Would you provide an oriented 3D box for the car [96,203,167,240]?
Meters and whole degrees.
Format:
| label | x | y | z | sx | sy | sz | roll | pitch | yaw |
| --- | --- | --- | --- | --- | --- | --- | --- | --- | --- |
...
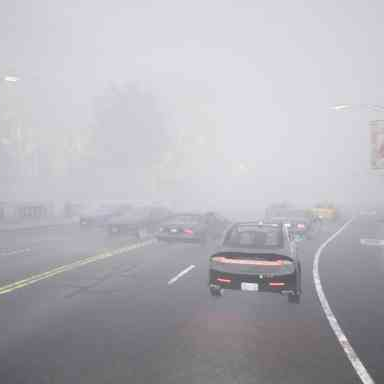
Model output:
| label | x | y | z | sx | sy | sz | roll | pitch | yaw |
| --- | --- | --- | --- | --- | --- | --- | --- | --- | --- |
| car | -2.414 | 1.477 | 17.446 | 1.882 | 1.535 | 5.008 | 0 | 0 | 27 |

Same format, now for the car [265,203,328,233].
| label | x | y | z | sx | sy | sz | roll | pitch | yaw |
| --- | --- | --- | --- | --- | --- | --- | --- | --- | --- |
| car | 5.531 | 1.547 | 17.286 | 2.033 | 1.411 | 5.357 | 0 | 0 | 29 |

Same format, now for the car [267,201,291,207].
| label | x | y | z | sx | sy | sz | roll | pitch | yaw |
| --- | --- | --- | --- | --- | --- | --- | --- | --- | --- |
| car | 7.591 | 1.491 | 27.910 | 2.128 | 1.511 | 4.902 | 0 | 0 | 30 |

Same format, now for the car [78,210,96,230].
| label | x | y | z | sx | sy | sz | roll | pitch | yaw |
| --- | --- | --- | --- | --- | --- | --- | --- | --- | --- |
| car | -4.743 | 1.478 | 20.598 | 1.882 | 1.535 | 5.008 | 0 | 0 | 28 |

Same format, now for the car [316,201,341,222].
| label | x | y | z | sx | sy | sz | roll | pitch | yaw |
| --- | --- | --- | --- | --- | --- | --- | --- | --- | --- |
| car | 10.542 | 1.456 | 26.247 | 1.801 | 1.575 | 5.366 | 0 | 0 | 30 |

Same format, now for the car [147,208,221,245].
| label | x | y | z | sx | sy | sz | roll | pitch | yaw |
| --- | --- | --- | --- | --- | --- | --- | --- | --- | --- |
| car | 0.430 | 1.547 | 15.087 | 2.033 | 1.411 | 5.357 | 0 | 0 | 26 |

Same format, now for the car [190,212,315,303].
| label | x | y | z | sx | sy | sz | roll | pitch | yaw |
| --- | --- | --- | --- | --- | --- | --- | --- | --- | --- |
| car | 1.680 | 1.492 | 8.327 | 2.128 | 1.511 | 4.902 | 0 | 0 | 15 |
